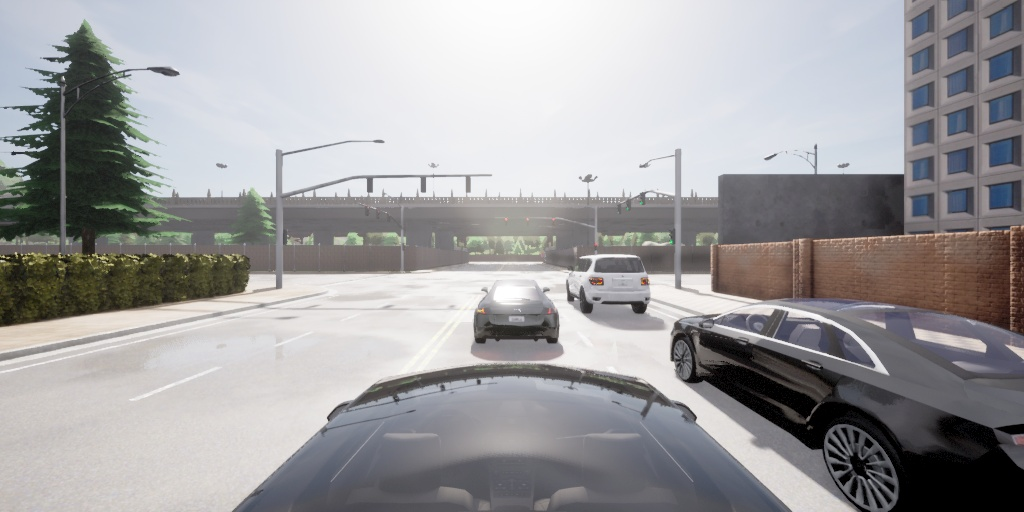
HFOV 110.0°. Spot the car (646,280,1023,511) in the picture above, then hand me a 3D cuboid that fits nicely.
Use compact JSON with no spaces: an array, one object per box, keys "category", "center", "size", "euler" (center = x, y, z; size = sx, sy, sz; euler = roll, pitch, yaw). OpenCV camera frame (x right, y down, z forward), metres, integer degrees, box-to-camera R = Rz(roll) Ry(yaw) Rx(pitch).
[{"category":"car","center":[3.597,1.242,4.192],"size":[2.128,1.511,4.902],"euler":[0,0,0]}]

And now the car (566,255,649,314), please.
[{"category":"car","center":[3.499,0.971,13.998],"size":[2.150,2.045,5.566],"euler":[0,0,0]}]

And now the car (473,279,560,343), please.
[{"category":"car","center":[0.099,1.314,9.655],"size":[1.994,1.385,4.181],"euler":[0,0,0]}]
